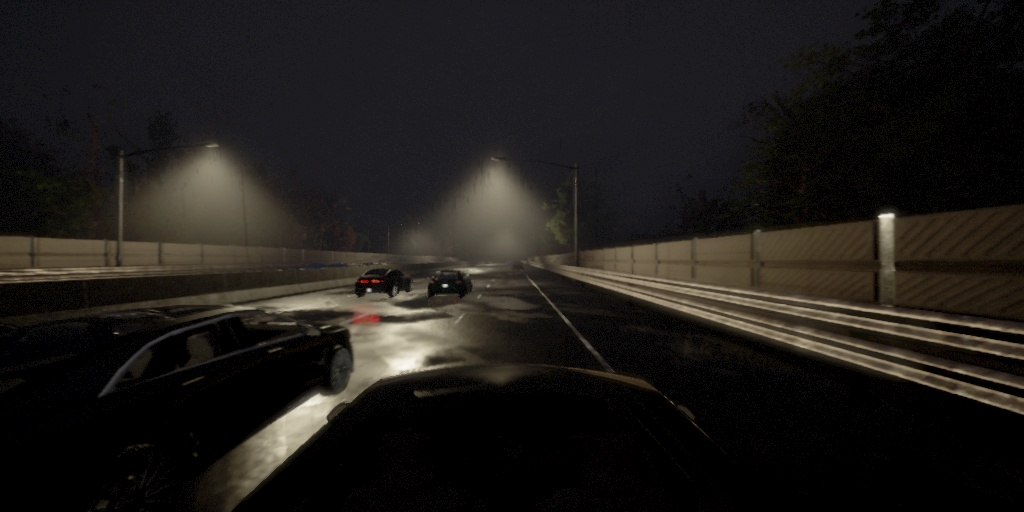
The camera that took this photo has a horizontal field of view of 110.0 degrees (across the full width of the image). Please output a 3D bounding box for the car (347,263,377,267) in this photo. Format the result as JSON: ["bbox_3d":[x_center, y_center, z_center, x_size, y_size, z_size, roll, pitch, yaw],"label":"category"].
[{"bbox_3d":[-17.555,1.623,43.589,2.128,1.511,4.902,0,-1,0],"label":"car"}]

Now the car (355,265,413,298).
[{"bbox_3d":[-6.890,1.418,19.697,1.837,1.490,4.892,0,-1,0],"label":"car"}]

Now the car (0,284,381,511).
[{"bbox_3d":[-3.397,1.260,3.783,2.128,1.511,4.902,0,-1,0],"label":"car"}]

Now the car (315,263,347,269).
[{"bbox_3d":[-21.052,1.605,43.134,1.882,1.535,5.008,0,-1,0],"label":"car"}]

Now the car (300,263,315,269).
[{"bbox_3d":[-24.536,1.621,44.923,1.882,1.535,5.008,0,0,0],"label":"car"}]

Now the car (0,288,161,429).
[{"bbox_3d":[-6.897,1.272,3.650,1.837,1.490,4.892,0,-1,0],"label":"car"}]

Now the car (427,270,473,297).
[{"bbox_3d":[-3.392,1.481,20.196,1.994,1.385,4.181,0,-1,0],"label":"car"}]

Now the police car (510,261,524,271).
[{"bbox_3d":[1.076,1.729,62.301,1.930,1.638,5.238,0,-1,0],"label":"police car"}]
